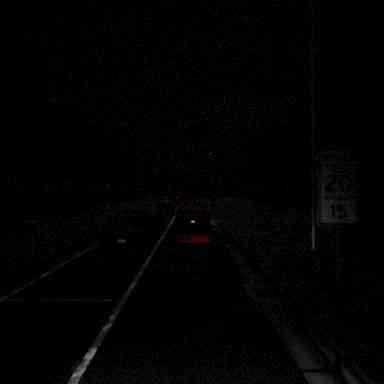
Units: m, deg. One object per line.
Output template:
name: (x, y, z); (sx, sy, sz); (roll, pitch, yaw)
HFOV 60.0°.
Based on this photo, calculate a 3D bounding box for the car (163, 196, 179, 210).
car: (-2.731, 1.422, 36.994); (1.802, 1.307, 4.206); (1, 0, 0)

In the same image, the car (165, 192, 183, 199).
car: (-2.898, 1.015, 50.379); (2.150, 2.045, 5.566); (0, 0, 0)

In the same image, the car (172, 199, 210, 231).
car: (0.039, 1.391, 19.807); (1.882, 1.535, 5.008); (0, 0, 0)

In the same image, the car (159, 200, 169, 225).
car: (-2.683, 1.452, 20.397); (1.887, 1.381, 4.507); (1, 0, 0)

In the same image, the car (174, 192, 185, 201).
car: (-2.836, 1.026, 75.720); (2.192, 1.841, 5.009); (1, 0, 0)

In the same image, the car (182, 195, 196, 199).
car: (-0.041, 1.374, 45.612); (1.994, 1.385, 4.181); (0, 0, 0)

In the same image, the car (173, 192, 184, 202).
car: (-2.820, 1.042, 70.188); (2.192, 1.841, 5.009); (1, 0, 0)

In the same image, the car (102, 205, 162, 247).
car: (-2.667, 1.496, 14.865); (1.947, 1.339, 4.313); (1, 0, 0)
